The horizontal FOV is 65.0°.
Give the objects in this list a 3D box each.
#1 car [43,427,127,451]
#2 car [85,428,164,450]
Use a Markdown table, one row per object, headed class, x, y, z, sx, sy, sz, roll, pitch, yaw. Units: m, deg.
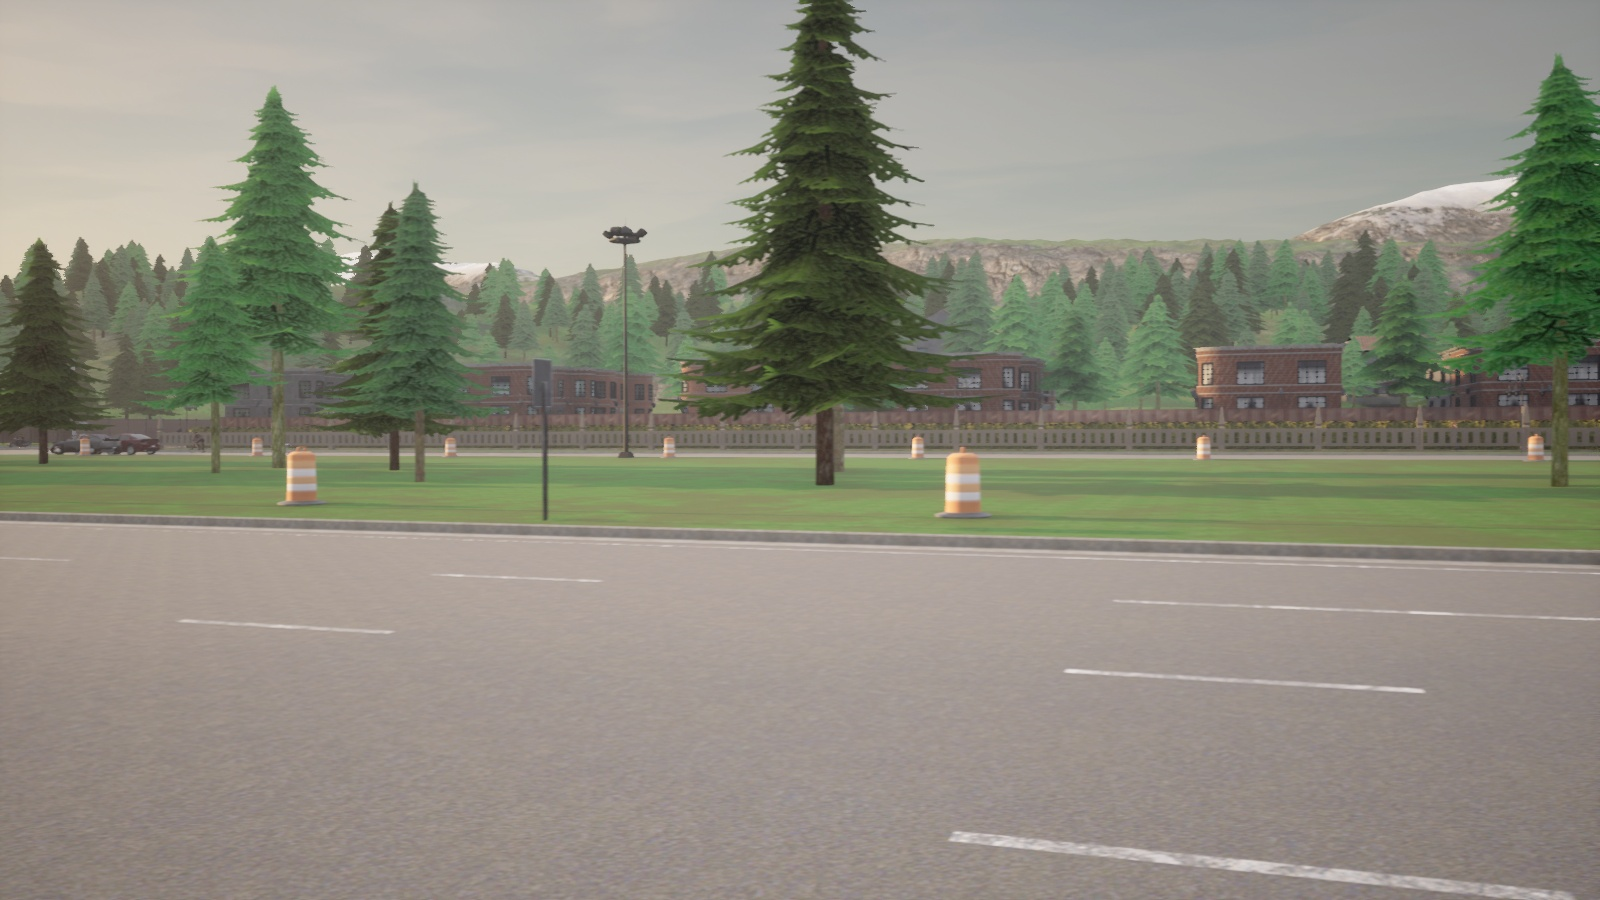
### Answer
| class | x | y | z | sx | sy | sz | roll | pitch | yaw |
| --- | --- | --- | --- | --- | --- | --- | --- | --- | --- |
| car | -47.871 | -0.744 | 84.099 | 4.902 | 1.511 | 2.128 | 1 | 1 | 18 |
| car | -47.089 | -0.775 | 87.526 | 5.008 | 1.535 | 1.882 | 1 | 1 | 18 |
